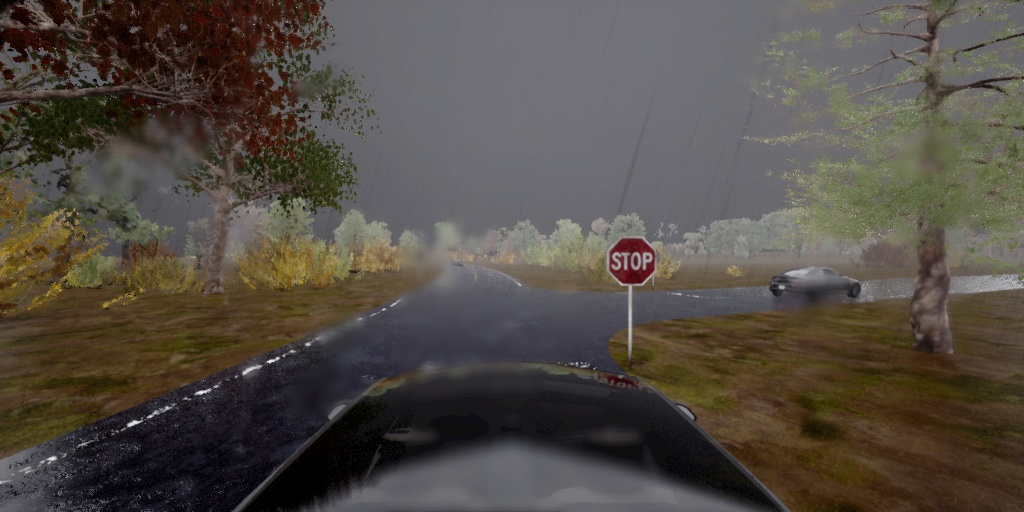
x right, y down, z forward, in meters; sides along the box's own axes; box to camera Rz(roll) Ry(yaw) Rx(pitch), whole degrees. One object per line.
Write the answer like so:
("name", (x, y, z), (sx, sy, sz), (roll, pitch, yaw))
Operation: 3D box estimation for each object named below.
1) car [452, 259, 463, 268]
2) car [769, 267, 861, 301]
("car", (-9.639, 1.292, 63.350), (2.033, 1.411, 5.357), (0, 0, -11))
("car", (14.401, 1.245, 17.106), (4.674, 1.442, 1.812), (0, 0, -22))
